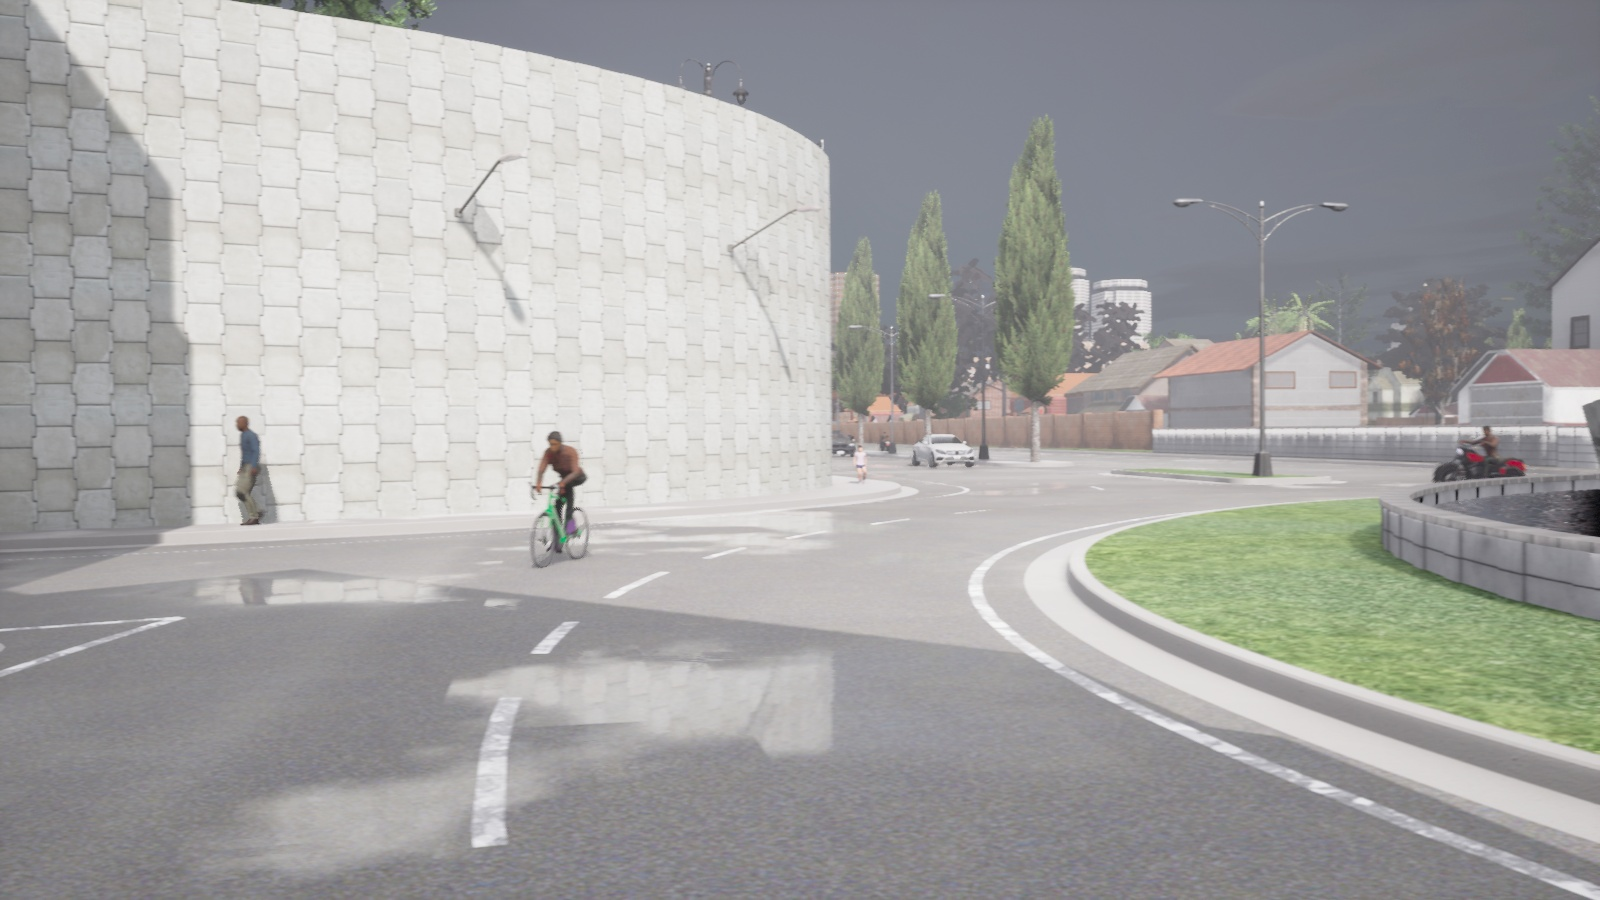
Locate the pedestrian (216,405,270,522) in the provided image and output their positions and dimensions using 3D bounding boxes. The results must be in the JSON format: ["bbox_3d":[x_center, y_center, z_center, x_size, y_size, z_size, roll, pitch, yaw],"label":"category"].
[{"bbox_3d":[-8.895,0.214,20.069,0.726,1.835,0.370,-1,1,-34],"label":"pedestrian"}]

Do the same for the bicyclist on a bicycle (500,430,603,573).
[{"bbox_3d":[-2.974,0.573,15.185,0.582,1.620,1.656,1,1,14],"label":"bicyclist on a bicycle"}]

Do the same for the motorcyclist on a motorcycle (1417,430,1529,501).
[{"bbox_3d":[15.985,0.345,29.847,2.350,1.649,0.766,0,1,-9],"label":"motorcyclist on a motorcycle"}]

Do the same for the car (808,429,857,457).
[{"bbox_3d":[2.007,-0.444,78.924,2.242,1.667,4.611,0,1,-10],"label":"car"}]

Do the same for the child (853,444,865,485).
[{"bbox_3d":[1.603,0.384,34.250,0.255,1.110,0.394,0,1,-7],"label":"child"}]

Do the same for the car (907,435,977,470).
[{"bbox_3d":[6.198,0.072,55.512,1.812,1.442,4.674,0,1,-10],"label":"car"}]
